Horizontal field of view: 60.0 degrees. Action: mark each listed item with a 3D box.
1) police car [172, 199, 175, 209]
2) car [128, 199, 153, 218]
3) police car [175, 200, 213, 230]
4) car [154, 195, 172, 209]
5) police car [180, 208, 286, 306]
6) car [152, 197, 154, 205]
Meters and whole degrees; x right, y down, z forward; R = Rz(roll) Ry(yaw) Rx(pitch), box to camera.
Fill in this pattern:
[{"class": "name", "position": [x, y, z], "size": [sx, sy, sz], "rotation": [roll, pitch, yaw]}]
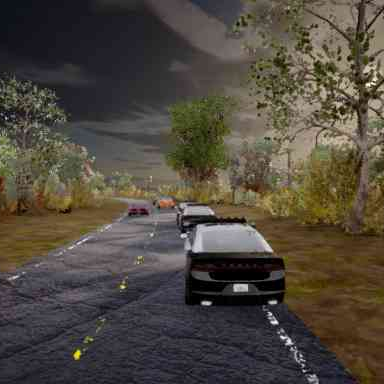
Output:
[{"class": "police car", "position": [-0.220, 1.423, 24.333], "size": [1.930, 1.638, 5.238], "rotation": [0, 0, -5]}, {"class": "car", "position": [-4.855, 1.599, 30.838], "size": [1.895, 1.301, 4.718], "rotation": [0, 0, -6]}, {"class": "police car", "position": [0.242, 1.424, 18.303], "size": [1.930, 1.638, 5.238], "rotation": [0, 0, -4]}, {"class": "car", "position": [-3.685, 1.348, 45.648], "size": [2.097, 1.767, 4.553], "rotation": [0, 0, -9]}, {"class": "police car", "position": [0.745, 1.425, 8.237], "size": [1.930, 1.638, 5.238], "rotation": [0, 0, -2]}, {"class": "car", "position": [-5.858, 1.346, 57.945], "size": [2.097, 1.767, 4.553], "rotation": [0, 0, -12]}]
